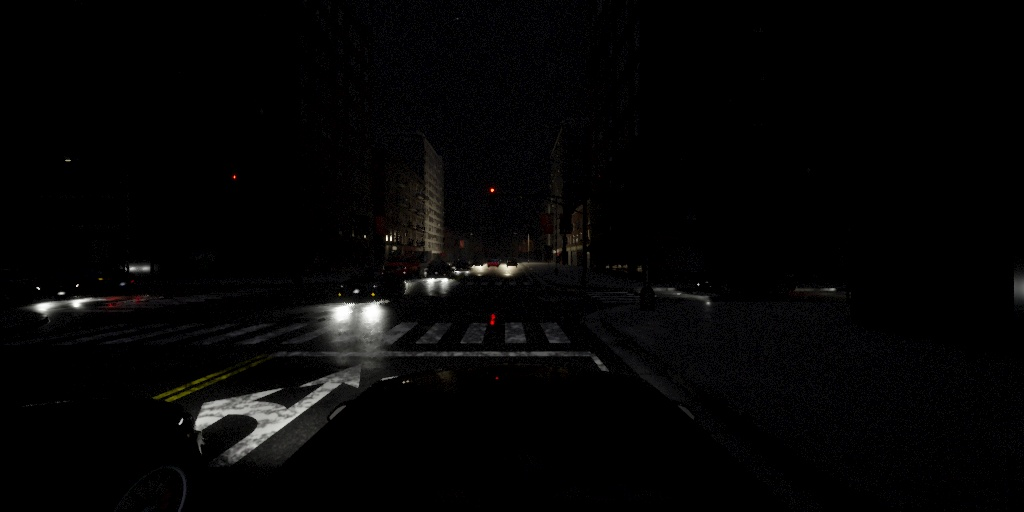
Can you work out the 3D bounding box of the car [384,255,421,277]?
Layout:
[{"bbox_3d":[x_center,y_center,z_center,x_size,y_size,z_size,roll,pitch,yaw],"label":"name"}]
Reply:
[{"bbox_3d":[-9.864,0.971,32.410,2.150,2.045,5.566,0,0,0],"label":"car"}]

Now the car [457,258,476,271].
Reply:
[{"bbox_3d":[-6.613,1.292,49.626,2.033,1.411,5.357,0,0,0],"label":"car"}]

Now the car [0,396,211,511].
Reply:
[{"bbox_3d":[-3.244,1.276,0.782,1.812,1.442,4.674,0,0,0],"label":"car"}]

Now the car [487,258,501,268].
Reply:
[{"bbox_3d":[-3.268,1.341,62.641,1.895,1.301,4.718,0,0,0],"label":"car"}]

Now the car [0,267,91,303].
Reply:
[{"bbox_3d":[-22.901,1.291,16.125,5.357,1.411,2.033,0,0,0],"label":"car"}]

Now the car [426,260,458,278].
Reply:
[{"bbox_3d":[-6.607,1.312,33.327,1.994,1.385,4.181,0,0,0],"label":"car"}]

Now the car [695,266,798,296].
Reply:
[{"bbox_3d":[12.452,1.294,19.242,4.892,1.490,1.837,0,0,2],"label":"car"}]

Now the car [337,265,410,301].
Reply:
[{"bbox_3d":[-6.605,1.317,17.203,1.994,1.385,4.181,0,0,0],"label":"car"}]

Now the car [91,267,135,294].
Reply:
[{"bbox_3d":[-22.802,1.280,18.944,4.674,1.442,1.812,0,0,1],"label":"car"}]

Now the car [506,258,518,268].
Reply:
[{"bbox_3d":[-0.018,1.245,62.195,1.837,1.490,4.892,0,0,0],"label":"car"}]
